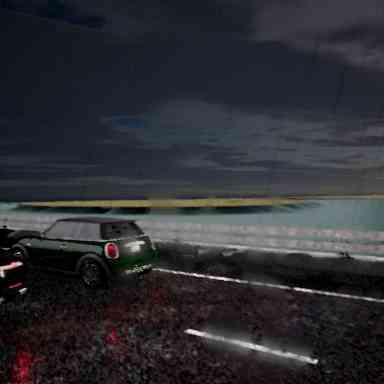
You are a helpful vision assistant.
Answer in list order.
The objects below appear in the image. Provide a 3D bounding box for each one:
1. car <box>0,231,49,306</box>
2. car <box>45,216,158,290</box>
[{"bbox_3d":[-5.555,1.613,7.018,4.902,1.511,2.128,-1,-1,31],"label":"car"},{"bbox_3d":[-3.276,1.507,9.730,4.553,1.767,2.097,-1,-1,31],"label":"car"}]
